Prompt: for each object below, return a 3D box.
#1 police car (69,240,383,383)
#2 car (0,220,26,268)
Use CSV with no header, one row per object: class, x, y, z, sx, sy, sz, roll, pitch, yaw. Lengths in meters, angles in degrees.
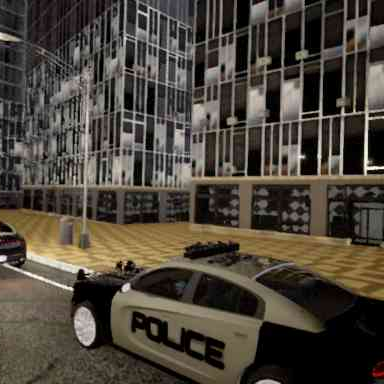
police car,0.151,1.531,4.690,5.238,1.638,1.930,0,-2,39
car,-7.162,1.645,10.973,4.892,1.490,1.837,0,-2,42
